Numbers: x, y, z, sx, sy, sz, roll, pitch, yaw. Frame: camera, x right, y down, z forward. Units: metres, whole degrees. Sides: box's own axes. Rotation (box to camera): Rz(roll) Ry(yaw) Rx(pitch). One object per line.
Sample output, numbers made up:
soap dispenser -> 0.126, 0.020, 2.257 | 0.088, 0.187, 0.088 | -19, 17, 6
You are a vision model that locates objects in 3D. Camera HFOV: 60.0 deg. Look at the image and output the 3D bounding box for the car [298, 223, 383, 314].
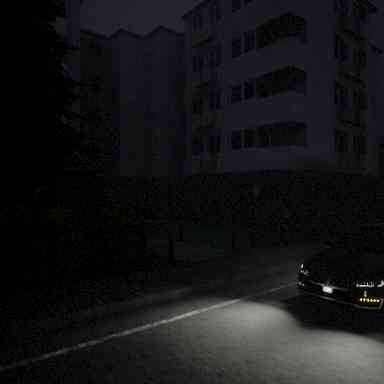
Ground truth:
car -> 4.337, 1.508, 7.507 | 4.892, 1.490, 1.837 | 0, 0, -39
